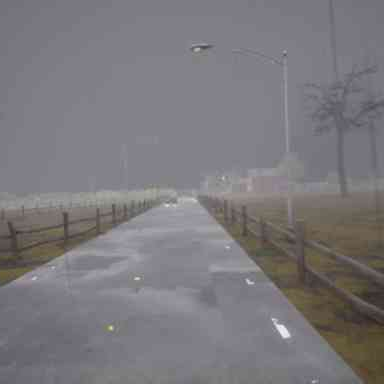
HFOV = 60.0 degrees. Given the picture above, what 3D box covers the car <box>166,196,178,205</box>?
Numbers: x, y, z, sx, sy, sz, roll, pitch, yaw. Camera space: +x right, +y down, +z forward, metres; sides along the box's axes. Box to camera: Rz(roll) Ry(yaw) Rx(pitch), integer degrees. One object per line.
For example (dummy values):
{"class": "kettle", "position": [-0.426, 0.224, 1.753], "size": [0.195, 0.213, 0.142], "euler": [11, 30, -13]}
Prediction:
{"class": "car", "position": [-3.390, 1.339, 55.773], "size": [2.033, 1.411, 5.357], "euler": [-2, 0, -1]}
